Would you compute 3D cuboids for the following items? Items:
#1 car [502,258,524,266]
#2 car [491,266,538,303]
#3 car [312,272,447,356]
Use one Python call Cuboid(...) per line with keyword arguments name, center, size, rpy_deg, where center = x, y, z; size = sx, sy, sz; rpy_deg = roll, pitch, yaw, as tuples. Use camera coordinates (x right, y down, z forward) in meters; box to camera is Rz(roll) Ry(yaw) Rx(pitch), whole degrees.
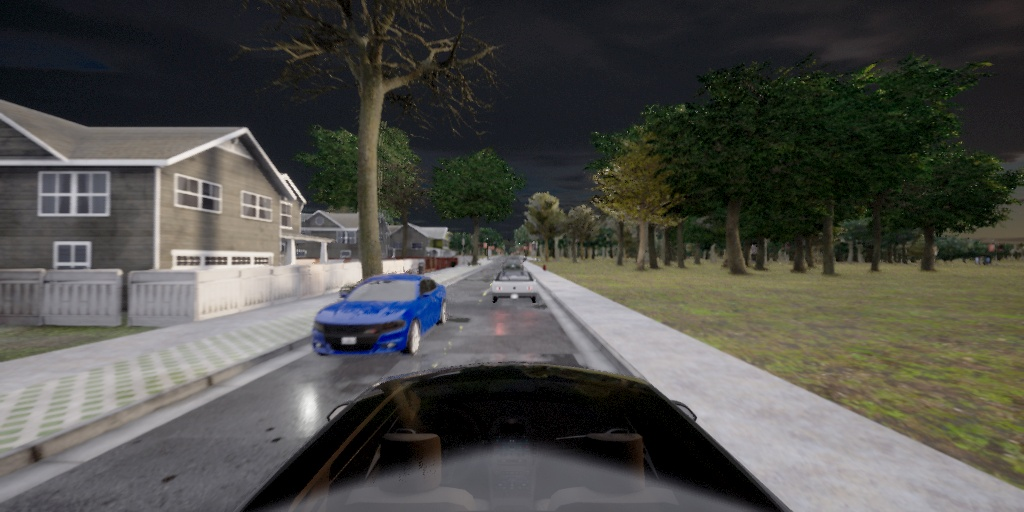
Cuboid(name="car", center=(0.100, 0.960, 36.442), size=(2.097, 1.767, 4.553), rpy_deg=(0, 0, 0))
Cuboid(name="car", center=(0.099, 1.296, 16.349), size=(1.895, 1.301, 4.718), rpy_deg=(0, 0, 0))
Cuboid(name="car", center=(-2.852, 1.202, 8.771), size=(1.882, 1.535, 5.008), rpy_deg=(0, 0, 0))
